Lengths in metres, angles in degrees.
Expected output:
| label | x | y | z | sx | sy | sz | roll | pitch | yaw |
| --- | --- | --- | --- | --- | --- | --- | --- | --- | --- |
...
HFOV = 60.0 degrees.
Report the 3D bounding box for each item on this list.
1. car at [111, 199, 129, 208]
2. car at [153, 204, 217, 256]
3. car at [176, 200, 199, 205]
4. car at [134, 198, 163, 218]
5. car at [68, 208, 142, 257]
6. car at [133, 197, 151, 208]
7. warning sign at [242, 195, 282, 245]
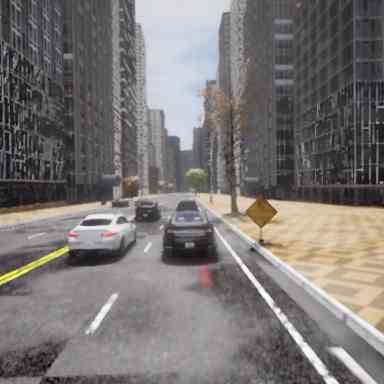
| label | x | y | z | sx | sy | sz | roll | pitch | yaw |
| --- | --- | --- | --- | --- | --- | --- | --- | --- | --- |
| car | -10.643 | 1.678 | 49.486 | 1.895 | 1.301 | 4.718 | -1 | 0 | -1 |
| car | -0.100 | 1.471 | 13.010 | 2.128 | 1.511 | 4.902 | -1 | 0 | -1 |
| car | -0.387 | 1.433 | 29.565 | 1.882 | 1.535 | 5.008 | -1 | 0 | -1 |
| car | -3.616 | 1.513 | 28.043 | 1.837 | 1.490 | 4.892 | -1 | 1 | -1 |
| car | -3.349 | 1.555 | 13.042 | 1.812 | 1.442 | 4.674 | -1 | 0 | 0 |
| car | -7.399 | 1.575 | 49.606 | 2.033 | 1.411 | 5.357 | -1 | 0 | -1 |
| warning sign | 2.690 | 1.053 | 12.959 | 1.300 | 1.860 | 1.060 | 0 | 1 | -1 |
